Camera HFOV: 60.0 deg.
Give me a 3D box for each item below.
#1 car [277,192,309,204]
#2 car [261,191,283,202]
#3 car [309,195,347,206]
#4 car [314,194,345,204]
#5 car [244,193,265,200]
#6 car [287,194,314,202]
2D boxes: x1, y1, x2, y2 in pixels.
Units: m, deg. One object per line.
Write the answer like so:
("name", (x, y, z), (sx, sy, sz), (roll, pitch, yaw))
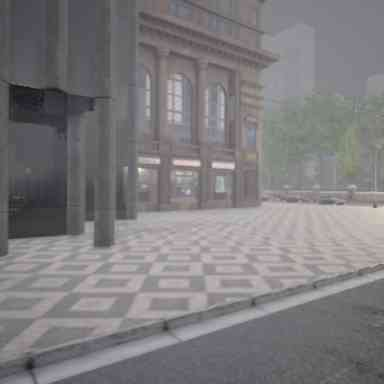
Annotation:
("car", (15.367, 1.059, 49.283), (1.887, 1.381, 4.507), (1, 0, -35))
("car", (12.172, 0.979, 53.790), (2.008, 1.369, 4.403), (1, 0, -35))
("car", (18.561, 1.165, 44.776), (1.947, 1.339, 4.313), (1, 0, -35))
("car", (22.315, 1.120, 54.222), (1.947, 1.339, 4.313), (1, 0, -35))
("car", (12.732, 0.875, 67.742), (1.802, 1.307, 4.206), (1, 0, -35))
("car", (19.121, 1.034, 58.729), (1.947, 1.339, 4.313), (1, 0, -35))
